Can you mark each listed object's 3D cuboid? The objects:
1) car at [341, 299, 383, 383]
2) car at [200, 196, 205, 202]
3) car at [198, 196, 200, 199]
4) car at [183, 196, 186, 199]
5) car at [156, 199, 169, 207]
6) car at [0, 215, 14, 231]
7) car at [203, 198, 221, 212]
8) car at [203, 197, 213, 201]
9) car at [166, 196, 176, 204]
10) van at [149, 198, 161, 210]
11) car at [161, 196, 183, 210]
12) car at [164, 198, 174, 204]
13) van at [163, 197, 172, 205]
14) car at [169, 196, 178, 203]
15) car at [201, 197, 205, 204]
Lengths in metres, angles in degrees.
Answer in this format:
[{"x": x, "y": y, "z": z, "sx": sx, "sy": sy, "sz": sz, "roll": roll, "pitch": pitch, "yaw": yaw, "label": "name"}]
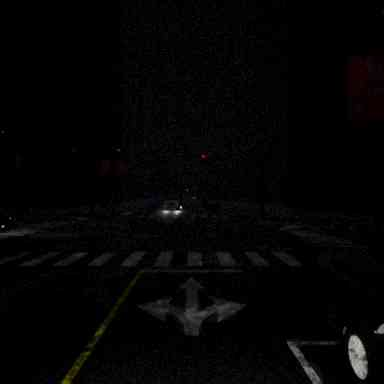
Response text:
[{"x": 2.763, "y": 1.571, "z": 2.609, "sx": 2.008, "sy": 1.369, "sz": 4.403, "roll": 0, "pitch": 0, "yaw": 0, "label": "car"}, {"x": 3.061, "y": 1.784, "z": 61.331, "sx": 2.192, "sy": 1.841, "sz": 5.009, "roll": 0, "pitch": 0, "yaw": 0, "label": "car"}, {"x": 3.245, "y": 2.081, "z": 83.381, "sx": 1.967, "sy": 1.590, "sz": 4.097, "roll": 0, "pitch": 0, "yaw": 0, "label": "car"}, {"x": -2.684, "y": 2.044, "z": 64.979, "sx": 2.033, "sy": 1.411, "sz": 5.357, "roll": 0, "pitch": 0, "yaw": 1, "label": "car"}, {"x": -5.464, "y": 2.035, "z": 61.397, "sx": 1.947, "sy": 1.339, "sz": 4.313, "roll": 0, "pitch": 0, "yaw": 0, "label": "car"}, {"x": -12.479, "y": 1.533, "z": 18.208, "sx": 4.718, "sy": 1.301, "sz": 1.895, "roll": 1, "pitch": -1, "yaw": 0, "label": "car"}, {"x": 2.922, "y": 1.891, "z": 44.791, "sx": 2.008, "sy": 1.369, "sz": 4.403, "roll": 0, "pitch": 0, "yaw": 0, "label": "car"}, {"x": 2.970, "y": 1.910, "z": 50.474, "sx": 1.752, "sy": 1.417, "sz": 4.829, "roll": 0, "pitch": 0, "yaw": 0, "label": "car"}, {"x": -5.279, "y": 1.957, "z": 83.448, "sx": 2.192, "sy": 1.841, "sz": 5.009, "roll": 0, "pitch": 0, "yaw": 0, "label": "car"}, {"x": -5.556, "y": 1.724, "z": 50.375, "sx": 1.690, "sy": 1.788, "sz": 3.998, "roll": 0, "pitch": 0, "yaw": 0, "label": "van"}, {"x": -2.892, "y": 1.590, "z": 48.806, "sx": 2.150, "sy": 2.045, "sz": 5.566, "roll": 0, "pitch": 0, "yaw": 0, "label": "car"}, {"x": -5.326, "y": 2.143, "z": 77.934, "sx": 1.887, "sy": 1.381, "sz": 4.507, "roll": 0, "pitch": 0, "yaw": 0, "label": "car"}, {"x": -5.372, "y": 1.896, "z": 72.423, "sx": 1.690, "sy": 1.788, "sz": 3.998, "roll": 0, "pitch": 0, "yaw": 0, "label": "van"}, {"x": -5.187, "y": 2.043, "z": 94.473, "sx": 2.192, "sy": 1.841, "sz": 5.009, "roll": 0, "pitch": 0, "yaw": 0, "label": "car"}, {"x": 3.014, "y": 1.976, "z": 55.816, "sx": 2.008, "sy": 1.369, "sz": 4.403, "roll": 0, "pitch": 0, "yaw": 0, "label": "car"}]
